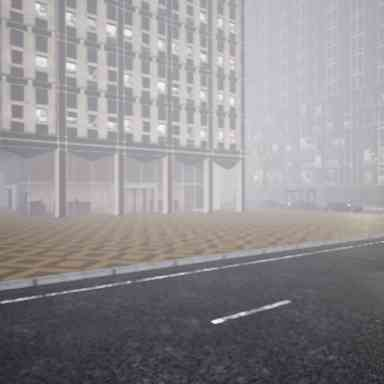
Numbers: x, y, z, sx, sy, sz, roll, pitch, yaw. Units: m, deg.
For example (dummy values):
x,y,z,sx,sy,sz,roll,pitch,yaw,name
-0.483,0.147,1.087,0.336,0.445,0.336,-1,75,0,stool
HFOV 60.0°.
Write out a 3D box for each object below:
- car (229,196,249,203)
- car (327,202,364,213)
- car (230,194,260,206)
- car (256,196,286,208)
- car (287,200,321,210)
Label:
x,y,z,sx,sy,sz,roll,pitch,yaw,name
9.741,1.577,69.160,1.802,1.307,4.206,0,0,-34,car
18.762,1.854,40.901,1.947,1.339,4.313,0,0,-34,car
9.368,1.445,59.503,2.097,1.767,4.553,0,1,-34,car
12.406,1.754,50.327,1.947,1.339,4.313,0,0,-34,car
15.567,1.820,45.604,1.802,1.307,4.206,0,0,-34,car
